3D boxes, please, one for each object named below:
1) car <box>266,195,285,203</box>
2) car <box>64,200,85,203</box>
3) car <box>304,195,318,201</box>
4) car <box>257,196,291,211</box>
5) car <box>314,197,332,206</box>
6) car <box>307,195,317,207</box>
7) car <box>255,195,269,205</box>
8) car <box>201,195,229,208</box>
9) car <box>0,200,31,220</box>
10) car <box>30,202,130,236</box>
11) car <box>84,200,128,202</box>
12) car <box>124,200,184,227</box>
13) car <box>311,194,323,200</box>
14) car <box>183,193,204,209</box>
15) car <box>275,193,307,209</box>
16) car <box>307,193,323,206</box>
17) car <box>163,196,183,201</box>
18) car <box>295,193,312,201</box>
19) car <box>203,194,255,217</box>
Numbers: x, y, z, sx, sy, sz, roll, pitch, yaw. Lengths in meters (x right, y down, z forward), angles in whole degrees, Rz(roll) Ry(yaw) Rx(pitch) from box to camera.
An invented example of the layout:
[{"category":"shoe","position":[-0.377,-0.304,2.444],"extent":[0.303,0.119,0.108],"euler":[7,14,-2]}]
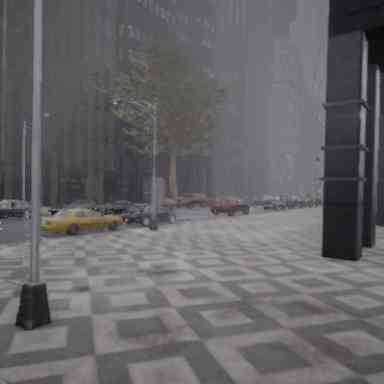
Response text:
[{"category":"car","position":[15.978,1.326,63.218],"extent":[1.752,1.417,4.829],"euler":[2,1,36]},{"category":"car","position":[-9.747,1.302,27.603],"extent":[1.947,1.339,4.313],"euler":[2,1,36]},{"category":"car","position":[28.990,1.388,81.233],"extent":[2.008,1.369,4.403],"euler":[2,1,36]},{"category":"car","position":[10.077,1.566,40.495],"extent":[1.947,1.339,4.313],"euler":[2,1,36]},{"category":"car","position":[22.988,1.580,58.370],"extent":[1.887,1.381,4.507],"euler":[2,1,36]},{"category":"car","position":[16.533,1.562,49.432],"extent":[1.887,1.381,4.507],"euler":[2,1,36]},{"category":"car","position":[8.790,1.399,48.576],"extent":[2.033,1.411,5.357],"euler":[2,1,36]},{"category":"car","position":[3.167,1.207,45.478],"extent":[1.967,1.590,4.097],"euler":[2,1,36]},{"category":"car","position":[-12.975,1.280,23.134],"extent":[2.008,1.369,4.403],"euler":[2,1,36]},{"category":"car","position":[-5.962,1.488,18.288],"extent":[1.752,1.417,4.829],"euler":[2,1,36]},{"category":"car","position":[-6.266,1.413,27.878],"extent":[1.895,1.301,4.718],"euler":[2,1,36]},{"category":"car","position":[-2.834,1.521,22.620],"extent":[2.008,1.369,4.403],"euler":[2,1,36]},{"category":"car","position":[32.119,1.372,85.564],"extent":[1.752,1.417,4.829],"euler":[2,1,36]},{"category":"car","position":[-0.058,1.074,41.007],"extent":[2.192,1.841,5.009],"euler":[2,1,36]},{"category":"car","position":[13.310,1.324,44.960],"extent":[2.192,1.841,5.009],"euler":[2,1,36]},{"category":"car","position":[19.766,1.341,53.898],"extent":[2.192,1.841,5.009],"euler":[2,1,36]},{"category":"car","position":[-3.292,1.333,36.542],"extent":[1.802,1.307,4.206],"euler":[2,1,36]},{"category":"car","position":[25.767,1.143,76.761],"extent":[2.192,1.841,5.009],"euler":[2,1,36]},{"category":"car","position":[3.627,1.300,31.554],"extent":[2.192,1.841,5.009],"euler":[2,1,36]}]
